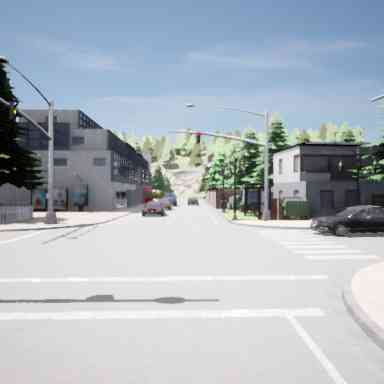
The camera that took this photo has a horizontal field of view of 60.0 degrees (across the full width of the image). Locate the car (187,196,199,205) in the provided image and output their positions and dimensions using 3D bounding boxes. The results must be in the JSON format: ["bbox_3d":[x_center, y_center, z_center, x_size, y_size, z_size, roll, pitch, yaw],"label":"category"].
[{"bbox_3d":[0.177,1.525,56.858,2.033,1.411,5.357,0,0,0],"label":"car"}]

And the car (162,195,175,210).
[{"bbox_3d":[-3.535,1.509,41.828,1.812,1.442,4.674,0,0,0],"label":"car"}]

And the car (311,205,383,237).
[{"bbox_3d":[8.680,1.479,17.251,4.892,1.490,1.837,0,0,-4],"label":"car"}]

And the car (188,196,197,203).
[{"bbox_3d":[0.170,1.573,69.945,1.895,1.301,4.718,0,0,0],"label":"car"}]

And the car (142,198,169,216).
[{"bbox_3d":[-3.552,1.551,31.674,1.994,1.385,4.181,0,0,0],"label":"car"}]

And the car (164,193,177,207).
[{"bbox_3d":[-3.519,1.192,52.443,2.150,2.045,5.566,0,1,0],"label":"car"}]
